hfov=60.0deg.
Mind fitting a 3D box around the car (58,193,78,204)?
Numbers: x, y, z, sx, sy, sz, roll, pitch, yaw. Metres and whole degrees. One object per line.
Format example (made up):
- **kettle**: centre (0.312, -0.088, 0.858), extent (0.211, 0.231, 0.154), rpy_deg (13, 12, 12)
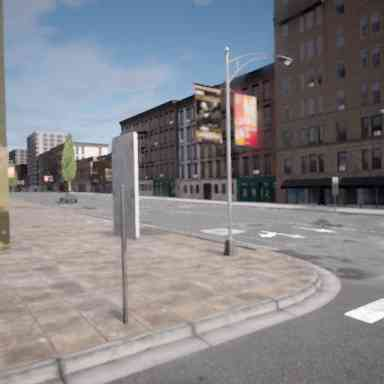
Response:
- **car**: centre (-17.745, 0.948, 47.502), extent (1.837, 1.490, 4.892), rpy_deg (-2, 2, -36)
